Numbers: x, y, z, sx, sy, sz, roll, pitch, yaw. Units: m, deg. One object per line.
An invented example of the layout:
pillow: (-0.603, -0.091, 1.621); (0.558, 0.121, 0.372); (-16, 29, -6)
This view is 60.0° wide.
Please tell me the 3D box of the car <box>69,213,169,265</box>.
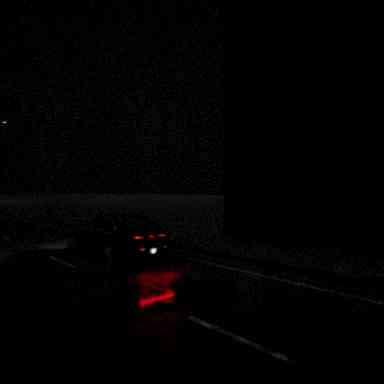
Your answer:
car: (-2.772, 1.517, 11.885); (1.837, 1.490, 4.892); (0, 0, -41)
